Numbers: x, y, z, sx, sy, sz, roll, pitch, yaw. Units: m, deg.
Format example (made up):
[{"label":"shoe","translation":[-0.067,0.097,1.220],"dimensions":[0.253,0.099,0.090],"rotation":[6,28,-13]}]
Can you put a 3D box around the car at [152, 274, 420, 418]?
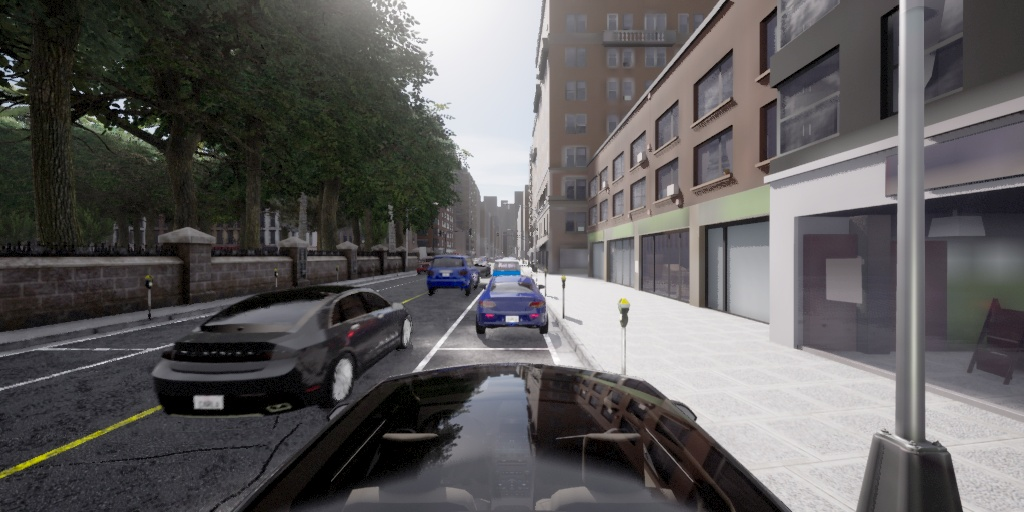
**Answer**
[{"label":"car","translation":[-3.145,1.255,6.135],"dimensions":[1.837,1.490,4.892],"rotation":[0,0,0]}]

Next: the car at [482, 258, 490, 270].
[{"label":"car","translation":[-3.099,1.221,35.900],"dimensions":[2.128,1.511,4.902],"rotation":[0,0,1]}]

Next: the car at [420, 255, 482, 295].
[{"label":"car","translation":[-3.113,0.966,19.745],"dimensions":[2.150,2.045,5.566],"rotation":[0,0,1]}]

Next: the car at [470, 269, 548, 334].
[{"label":"car","translation":[0.004,1.273,10.500],"dimensions":[1.812,1.442,4.674],"rotation":[0,0,0]}]

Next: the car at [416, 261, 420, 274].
[{"label":"car","translation":[-8.813,1.040,38.791],"dimensions":[2.192,1.841,5.009],"rotation":[0,0,0]}]

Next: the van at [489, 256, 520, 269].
[{"label":"van","translation":[-0.289,1.083,21.849],"dimensions":[1.690,1.789,3.998],"rotation":[0,0,0]}]
